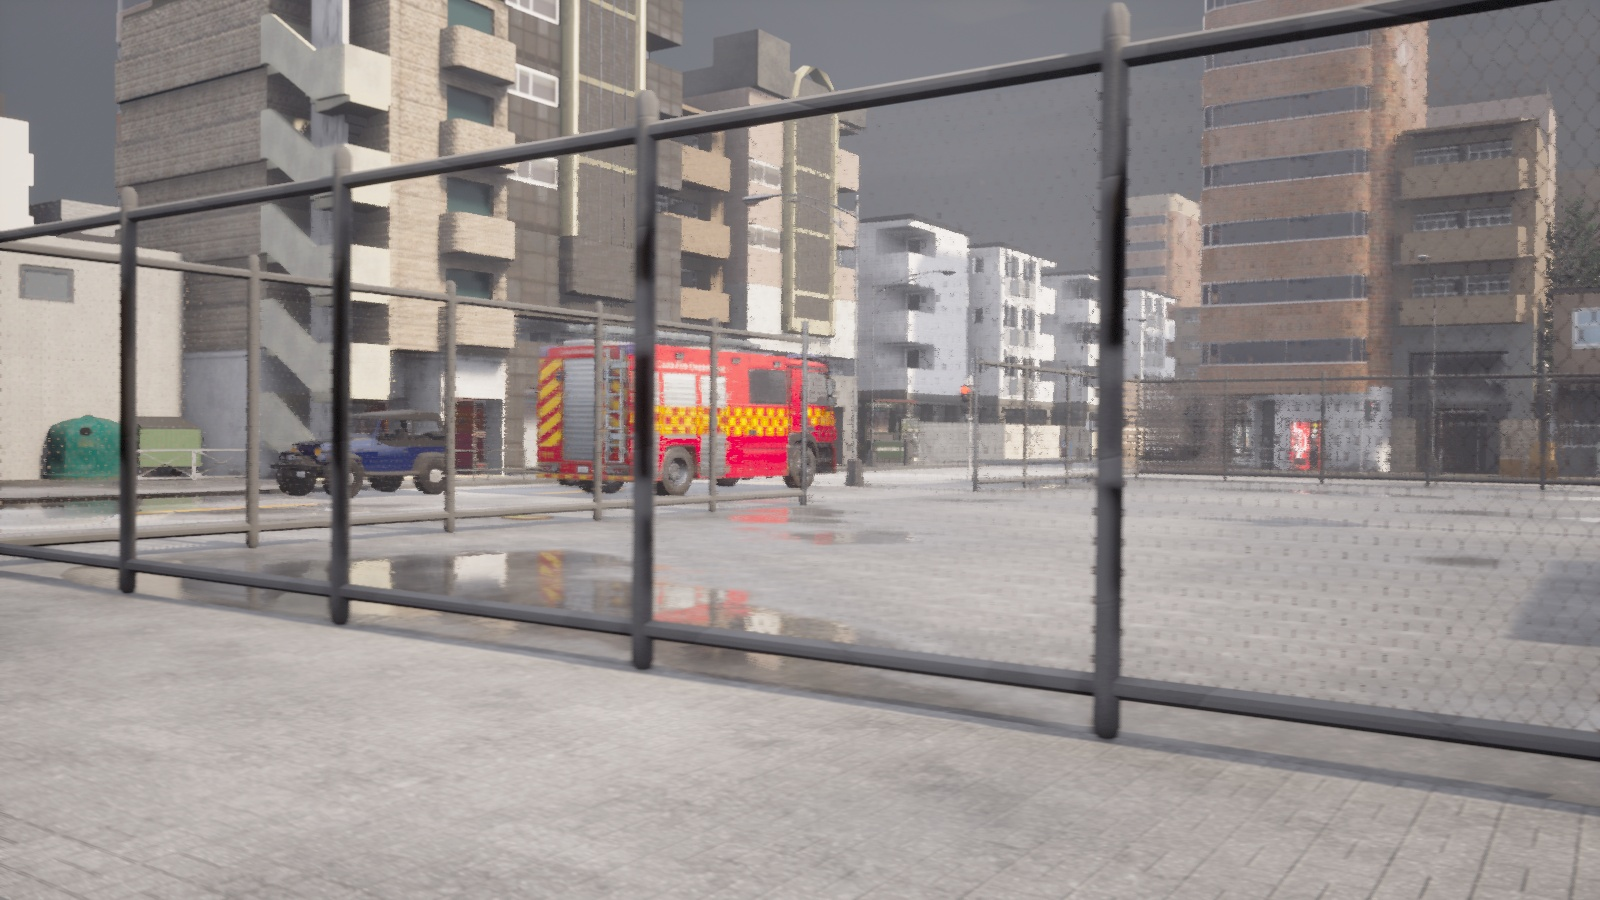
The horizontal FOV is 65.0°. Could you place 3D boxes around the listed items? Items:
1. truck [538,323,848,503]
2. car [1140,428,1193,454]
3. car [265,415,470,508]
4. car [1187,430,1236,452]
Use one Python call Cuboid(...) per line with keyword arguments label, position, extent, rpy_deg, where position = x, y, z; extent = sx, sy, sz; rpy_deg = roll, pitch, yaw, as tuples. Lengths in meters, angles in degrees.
Cuboid(label="truck", position=(-2.306, -0.859, 30.973), extent=(2.891, 3.827, 8.468), rpy_deg=(0, 1, 34))
Cuboid(label="car", position=(21.772, -0.545, 74.472), extent=(1.970, 1.475, 3.806), rpy_deg=(0, 1, 33))
Cuboid(label="car", position=(-9.390, 0.208, 27.515), extent=(1.905, 1.878, 3.866), rpy_deg=(0, 1, 34))
Cuboid(label="car", position=(27.011, -0.602, 82.348), extent=(1.994, 1.385, 4.181), rpy_deg=(0, 1, 34))
